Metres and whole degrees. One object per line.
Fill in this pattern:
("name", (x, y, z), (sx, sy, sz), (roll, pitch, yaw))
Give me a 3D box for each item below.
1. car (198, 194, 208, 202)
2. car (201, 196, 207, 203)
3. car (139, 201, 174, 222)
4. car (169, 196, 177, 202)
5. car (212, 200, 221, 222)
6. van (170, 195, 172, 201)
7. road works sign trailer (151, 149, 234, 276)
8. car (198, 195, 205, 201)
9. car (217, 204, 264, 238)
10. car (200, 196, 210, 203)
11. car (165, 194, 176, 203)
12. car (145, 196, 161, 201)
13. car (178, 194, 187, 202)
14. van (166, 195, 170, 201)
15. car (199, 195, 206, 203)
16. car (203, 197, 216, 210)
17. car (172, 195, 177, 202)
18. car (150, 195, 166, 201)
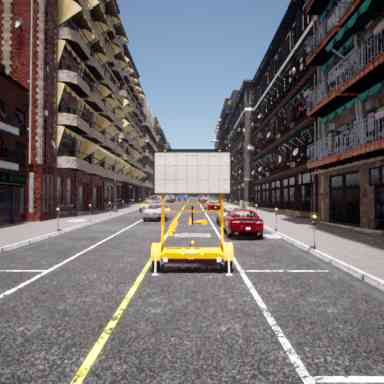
("car", (2.741, 1.550, 84.054), (2.192, 1.841, 5.009), (1, 0, 0))
("car", (2.684, 1.634, 45.338), (2.008, 1.369, 4.403), (1, 0, 0))
("car", (-2.792, 1.637, 26.937), (1.895, 1.301, 4.718), (0, 0, 0))
("car", (-5.099, 1.830, 89.662), (1.947, 1.339, 4.313), (1, 0, 0))
("car", (2.637, 1.554, 23.386), (1.752, 1.417, 4.829), (1, 0, 0))
("van", (-5.154, 1.480, 62.010), (1.690, 1.788, 3.998), (1, 0, 0))
("road works sign trailer", (0.013, 0.473, 10.378), (2.380, 3.560, 2.880), (0, 0, 0))
("car", (2.762, 1.734, 95.117), (1.967, 1.590, 4.097), (1, 0, 0))
("car", (2.624, 1.564, 17.684), (1.887, 1.381, 4.507), (1, 0, 0))
("car", (2.756, 1.625, 72.992), (1.967, 1.590, 4.097), (1, 0, 0))
("car", (-5.116, 1.525, 78.600), (2.192, 1.841, 5.009), (1, 0, 0))
("car", (-5.207, 1.593, 39.717), (1.752, 1.417, 4.829), (2, 0, 0))
("car", (-2.555, 1.479, 87.861), (2.150, 2.045, 5.566), (0, -1, 0))
("van", (-5.165, 1.459, 56.478), (1.690, 1.788, 3.998), (2, 0, 0))
("car", (2.722, 1.683, 61.930), (1.887, 1.381, 4.507), (1, 0, 0))
("car", (2.672, 1.613, 39.806), (1.887, 1.381, 4.507), (1, 0, 0))
("car", (-5.129, 1.500, 73.070), (2.192, 1.841, 5.009), (1, 0, 0))
("car", (-5.189, 1.398, 45.419), (2.192, 1.841, 5.009), (2, 0, 0))
